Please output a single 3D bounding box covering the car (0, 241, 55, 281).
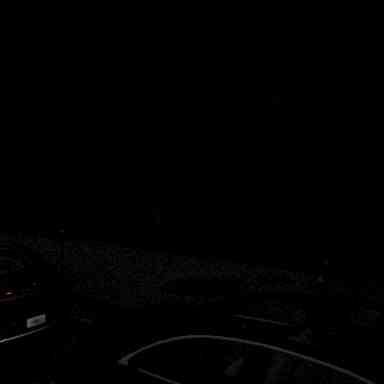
[{"bbox_3d":[-3.929,1.550,5.883,4.403,1.369,2.008,0,0,35],"label":"car"}]

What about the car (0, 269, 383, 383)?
[{"bbox_3d":[0.568,1.551,2.676,4.403,1.369,2.008,0,0,36],"label":"car"}]
